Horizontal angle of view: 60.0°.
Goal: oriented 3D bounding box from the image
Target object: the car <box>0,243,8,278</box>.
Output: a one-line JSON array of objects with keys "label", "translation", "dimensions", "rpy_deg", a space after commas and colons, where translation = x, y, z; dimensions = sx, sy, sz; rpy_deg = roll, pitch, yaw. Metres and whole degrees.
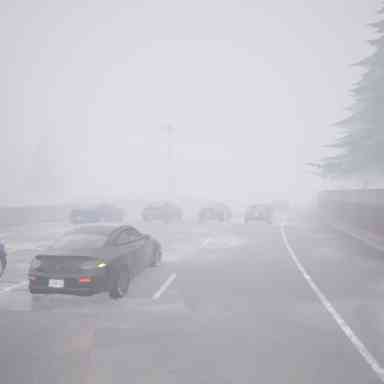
[{"label": "car", "translation": [-5.941, 1.469, 6.677], "dimensions": [1.882, 1.535, 5.008], "rpy_deg": [0, 0, 7]}]

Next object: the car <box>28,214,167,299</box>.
[{"label": "car", "translation": [-2.143, 1.518, 8.411], "dimensions": [1.812, 1.442, 4.674], "rpy_deg": [0, 0, 9]}]

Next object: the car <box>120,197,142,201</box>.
[{"label": "car", "translation": [-8.285, 1.553, 49.445], "dimensions": [1.994, 1.385, 4.181], "rpy_deg": [0, 0, 24]}]

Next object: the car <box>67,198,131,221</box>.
[{"label": "car", "translation": [-6.285, 1.458, 22.787], "dimensions": [1.882, 1.535, 5.008], "rpy_deg": [0, 0, 14]}]

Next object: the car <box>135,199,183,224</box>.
[{"label": "car", "translation": [-2.109, 1.472, 24.863], "dimensions": [2.128, 1.511, 4.902], "rpy_deg": [0, 0, 15]}]

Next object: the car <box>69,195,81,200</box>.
[{"label": "car", "translation": [-17.916, 1.302, 53.626], "dimensions": [2.097, 1.767, 4.553], "rpy_deg": [0, 0, 24]}]

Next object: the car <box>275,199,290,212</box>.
[{"label": "car", "translation": [10.324, 1.541, 39.067], "dimensions": [1.994, 1.385, 4.181], "rpy_deg": [0, 0, 24]}]

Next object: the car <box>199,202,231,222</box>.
[{"label": "car", "translation": [1.809, 1.508, 25.844], "dimensions": [1.812, 1.442, 4.674], "rpy_deg": [0, 0, 16]}]

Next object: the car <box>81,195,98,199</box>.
[{"label": "car", "translation": [-14.679, 1.495, 52.292], "dimensions": [1.837, 1.490, 4.892], "rpy_deg": [0, 0, 24]}]

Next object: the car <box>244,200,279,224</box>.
[{"label": "car", "translation": [5.024, 1.533, 24.508], "dimensions": [2.033, 1.411, 5.357], "rpy_deg": [0, 0, 17]}]
